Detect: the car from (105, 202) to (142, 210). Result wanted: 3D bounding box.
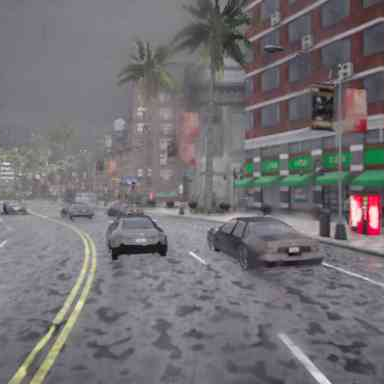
[{"bbox_3d":[-5.816,1.552,28.437,2.033,1.411,5.357,0,0,-32],"label":"car"}]

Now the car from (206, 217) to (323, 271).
[{"bbox_3d":[2.014,1.519,10.919,2.033,1.411,5.357,0,0,-14],"label":"car"}]

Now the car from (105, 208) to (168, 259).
[{"bbox_3d":[-2.239,1.563,12.860,1.994,1.385,4.181,0,0,-16],"label":"car"}]

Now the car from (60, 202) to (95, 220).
[{"bbox_3d":[-9.834,1.581,28.258,2.033,1.411,5.357,0,0,-33],"label":"car"}]

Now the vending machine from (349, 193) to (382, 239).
[{"bbox_3d":[8.340,1.116,16.047,1.100,2.100,0.880,0,0,-17],"label":"vending machine"}]

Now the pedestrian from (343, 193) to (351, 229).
[{"bbox_3d":[8.045,0.967,16.973,0.375,1.860,0.375,0,0,-18],"label":"pedestrian"}]

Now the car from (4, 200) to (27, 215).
[{"bbox_3d":[-19.156,1.582,36.057,2.128,1.511,4.902,0,0,-33],"label":"car"}]
